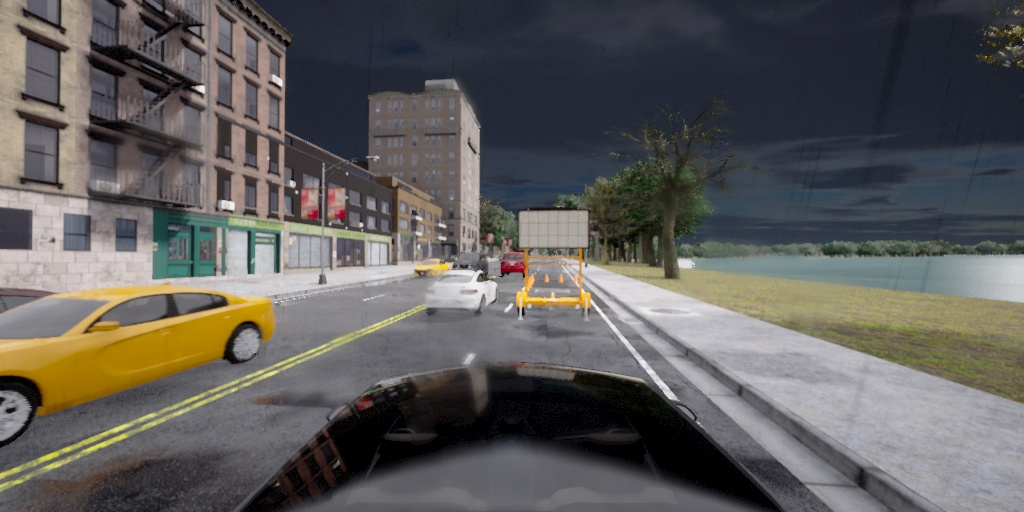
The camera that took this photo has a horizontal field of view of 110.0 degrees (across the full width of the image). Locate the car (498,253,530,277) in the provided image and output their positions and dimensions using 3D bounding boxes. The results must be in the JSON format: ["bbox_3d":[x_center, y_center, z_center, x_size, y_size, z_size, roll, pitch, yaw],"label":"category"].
[{"bbox_3d":[0.332,0.735,31.410,2.150,2.045,5.566,0,1,6],"label":"car"}]

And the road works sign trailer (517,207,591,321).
[{"bbox_3d":[1.410,0.159,12.273,2.380,3.560,2.880,0,0,6],"label":"road works sign trailer"}]

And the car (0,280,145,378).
[{"bbox_3d":[-9.220,1.258,5.649,1.812,1.442,4.674,0,0,6],"label":"car"}]

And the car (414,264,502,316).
[{"bbox_3d":[-1.682,1.214,12.948,1.812,1.442,4.674,0,1,6],"label":"car"}]

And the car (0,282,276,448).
[{"bbox_3d":[-5.989,1.213,5.311,1.882,1.535,5.008,0,0,6],"label":"car"}]

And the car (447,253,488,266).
[{"bbox_3d":[-3.333,0.754,29.592,2.150,2.045,5.566,0,1,6],"label":"car"}]

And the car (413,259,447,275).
[{"bbox_3d":[-6.575,1.007,29.847,1.882,1.535,5.008,0,1,6],"label":"car"}]
